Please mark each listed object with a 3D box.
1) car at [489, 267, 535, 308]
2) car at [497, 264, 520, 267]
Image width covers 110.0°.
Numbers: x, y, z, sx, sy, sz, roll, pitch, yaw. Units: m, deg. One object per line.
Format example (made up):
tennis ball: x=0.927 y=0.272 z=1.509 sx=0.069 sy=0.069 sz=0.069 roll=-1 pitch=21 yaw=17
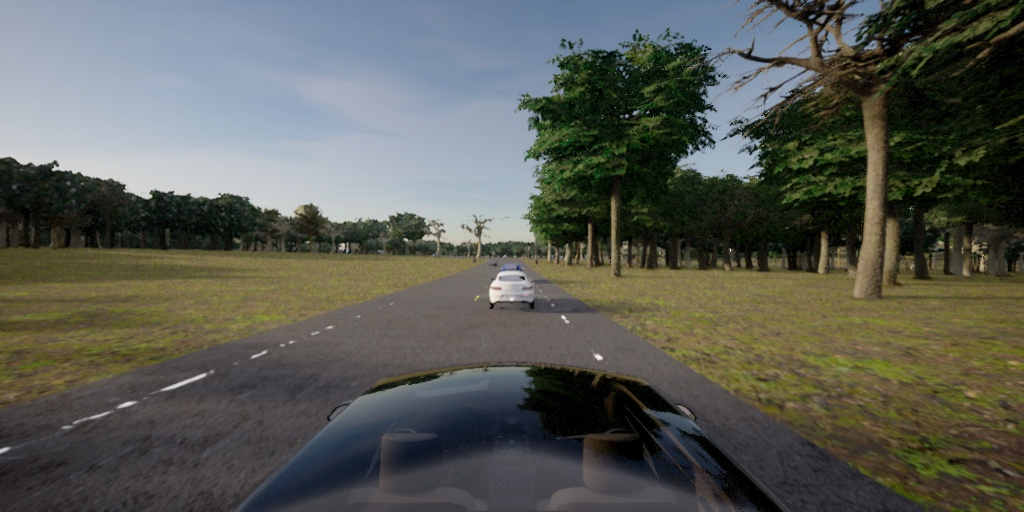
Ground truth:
car: x=0.008 y=1.379 z=15.726 sx=1.812 sy=1.442 sz=4.674 roll=0 pitch=0 yaw=0
car: x=-0.004 y=1.390 z=31.071 sx=1.882 sy=1.535 sz=5.008 roll=0 pitch=0 yaw=0
